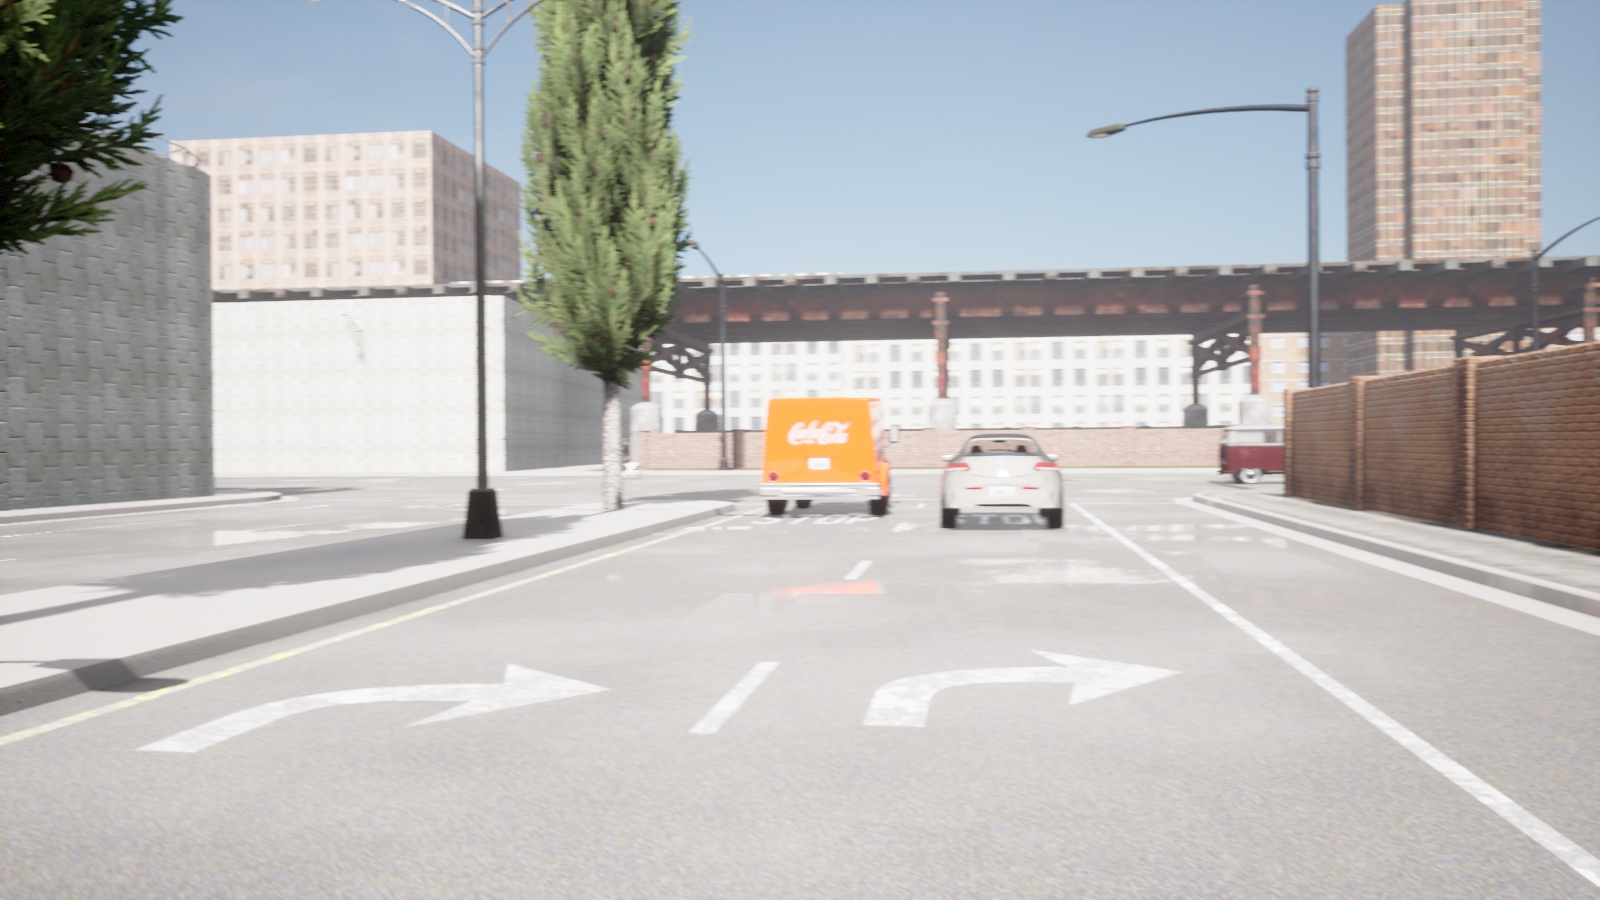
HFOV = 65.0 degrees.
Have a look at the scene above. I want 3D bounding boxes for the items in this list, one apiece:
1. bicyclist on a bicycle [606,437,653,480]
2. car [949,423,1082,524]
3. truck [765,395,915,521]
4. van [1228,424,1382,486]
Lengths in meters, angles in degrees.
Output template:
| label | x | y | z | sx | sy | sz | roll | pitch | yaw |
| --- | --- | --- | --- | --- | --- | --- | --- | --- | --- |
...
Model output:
| label | x | y | z | sx | sy | sz | roll | pitch | yaw |
| --- | --- | --- | --- | --- | --- | --- | --- | --- | --- |
| bicyclist on a bicycle | -7.163 | 0.366 | 52.748 | 1.843 | 1.776 | 0.659 | 0 | 0 | 9 |
| car | 3.941 | 0.374 | 23.264 | 2.152 | 1.651 | 5.027 | 0 | 0 | 9 |
| truck | 1.009 | 0.114 | 27.219 | 2.627 | 2.467 | 5.204 | 0 | 1 | 9 |
| van | 16.713 | 0.173 | 41.740 | 4.442 | 1.987 | 1.775 | 0 | 0 | 9 |
